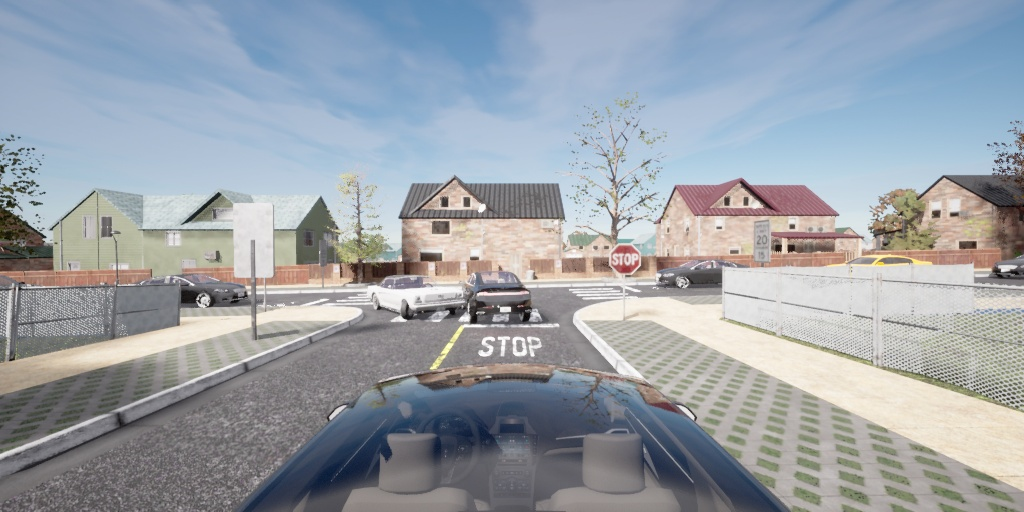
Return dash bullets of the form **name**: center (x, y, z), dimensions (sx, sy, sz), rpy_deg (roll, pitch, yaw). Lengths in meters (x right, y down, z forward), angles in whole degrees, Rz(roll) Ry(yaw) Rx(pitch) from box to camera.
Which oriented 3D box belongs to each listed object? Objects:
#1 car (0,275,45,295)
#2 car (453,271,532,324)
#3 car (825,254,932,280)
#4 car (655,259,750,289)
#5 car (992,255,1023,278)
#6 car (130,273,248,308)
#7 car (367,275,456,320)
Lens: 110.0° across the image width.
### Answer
- **car**: center (-24.234, 1.648, 16.425), dimensions (4.553, 1.767, 2.097), rpy_deg (-1, 1, 0)
- **car**: center (-0.681, 1.242, 12.101), dimensions (2.128, 1.511, 4.902), rpy_deg (0, 0, -12)
- **car**: center (19.768, 0.690, 19.538), dimensions (5.008, 1.535, 1.882), rpy_deg (-1, 1, -1)
- **car**: center (10.337, 0.925, 19.505), dimensions (4.902, 1.511, 2.128), rpy_deg (-1, 1, 0)
- **car**: center (29.392, 0.477, 19.571), dimensions (4.902, 1.511, 2.128), rpy_deg (-1, 1, 0)
- **car**: center (-14.897, 1.566, 16.462), dimensions (4.902, 1.511, 2.128), rpy_deg (-1, 1, 0)
- **car**: center (-3.598, 1.367, 12.962), dimensions (1.895, 1.301, 4.718), rpy_deg (0, 0, -38)
